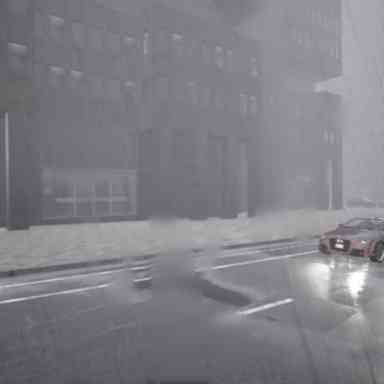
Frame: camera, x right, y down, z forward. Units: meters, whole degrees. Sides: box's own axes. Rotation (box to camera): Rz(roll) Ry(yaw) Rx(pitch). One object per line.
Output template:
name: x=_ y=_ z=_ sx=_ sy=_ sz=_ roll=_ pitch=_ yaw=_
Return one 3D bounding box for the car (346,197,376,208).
car: x=29.233 y=1.817 z=57.424 sx=2.192 sy=1.841 sz=5.009 roll=-1 pitch=0 yaw=-36

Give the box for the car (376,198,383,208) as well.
car: x=32.387 y=2.048 z=53.008 sx=1.947 sy=1.339 sz=4.313 roll=-1 pitch=0 yaw=-36

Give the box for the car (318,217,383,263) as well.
car: x=6.596 y=1.650 z=12.375 sx=4.181 sy=1.385 sz=1.994 roll=0 pitch=0 yaw=-35

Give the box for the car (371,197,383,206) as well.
car: x=36.176 y=1.868 z=62.372 sx=1.967 sy=1.590 sz=4.097 roll=-1 pitch=0 yaw=-36

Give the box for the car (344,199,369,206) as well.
car: x=33.028 y=2.029 z=66.789 sx=1.802 sy=1.307 sz=4.206 roll=-1 pitch=0 yaw=-36
